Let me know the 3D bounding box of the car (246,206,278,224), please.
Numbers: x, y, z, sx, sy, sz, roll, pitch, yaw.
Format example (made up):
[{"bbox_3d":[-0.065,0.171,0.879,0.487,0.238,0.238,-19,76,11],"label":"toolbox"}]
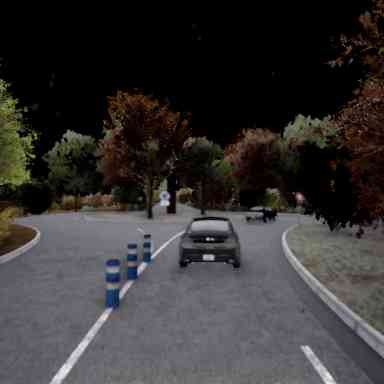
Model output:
[{"bbox_3d":[6.534,2.052,30.835,2.128,1.511,4.902,-1,-2,30],"label":"car"}]

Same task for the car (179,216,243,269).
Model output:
[{"bbox_3d":[0.670,1.605,11.518,1.837,1.490,4.892,0,-1,5],"label":"car"}]
